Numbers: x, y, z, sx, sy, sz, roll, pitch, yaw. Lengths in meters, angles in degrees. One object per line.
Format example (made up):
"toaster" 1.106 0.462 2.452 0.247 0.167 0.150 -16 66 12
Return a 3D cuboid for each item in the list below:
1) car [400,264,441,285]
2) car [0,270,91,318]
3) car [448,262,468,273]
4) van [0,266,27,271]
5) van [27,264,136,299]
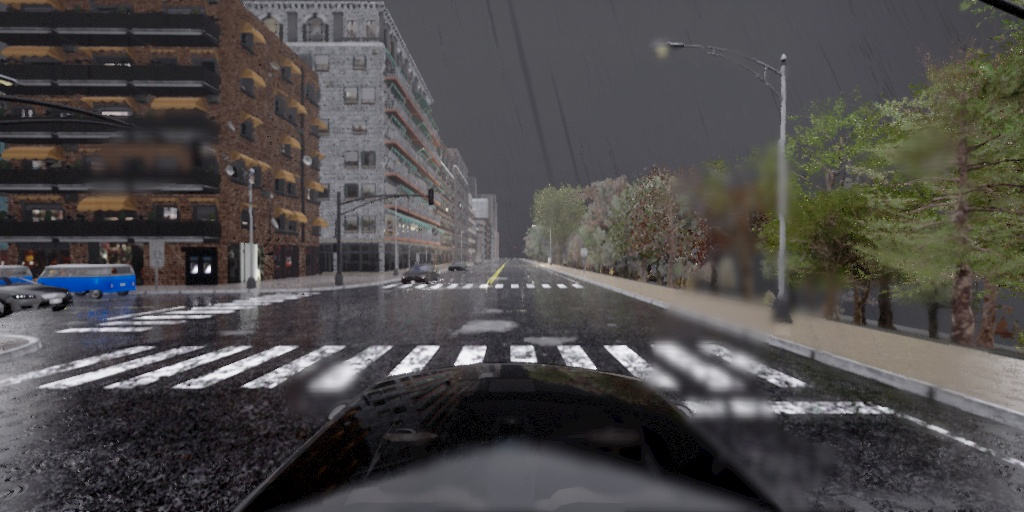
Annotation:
"car" -6.552 1.307 26.347 2.033 1.411 5.357 0 0 0
"car" -19.685 1.476 13.496 4.902 1.511 2.128 -1 0 -1
"car" -6.576 1.346 43.791 1.895 1.301 4.718 0 0 0
"van" -28.351 1.412 19.150 3.998 1.789 1.690 0 0 -1
"van" -22.749 1.339 19.237 3.998 1.789 1.690 0 0 -1
